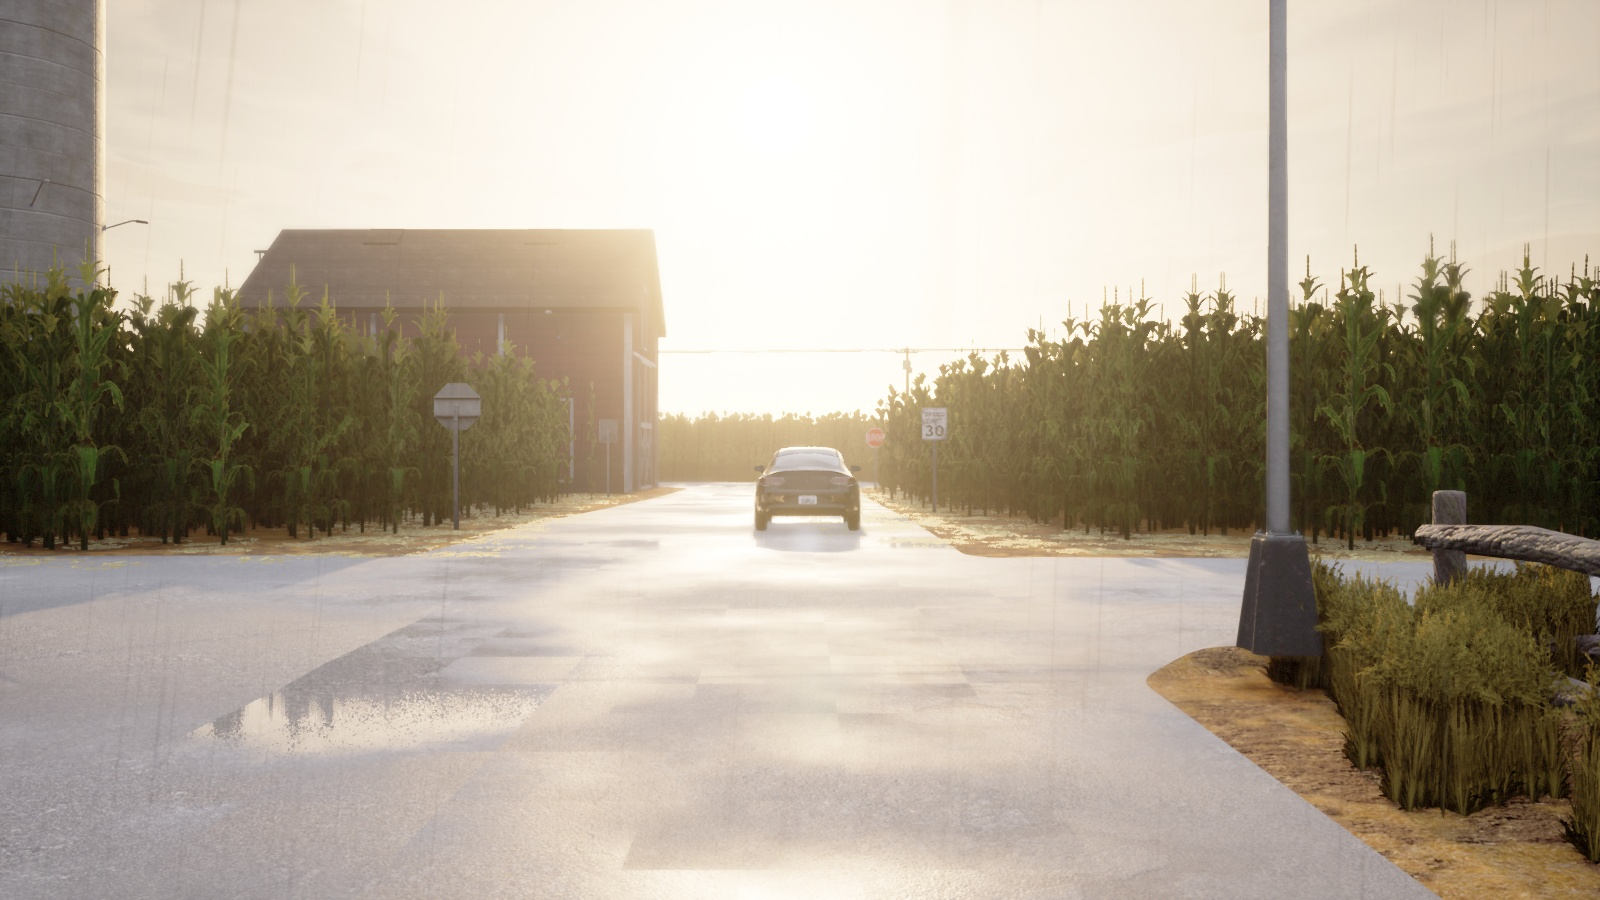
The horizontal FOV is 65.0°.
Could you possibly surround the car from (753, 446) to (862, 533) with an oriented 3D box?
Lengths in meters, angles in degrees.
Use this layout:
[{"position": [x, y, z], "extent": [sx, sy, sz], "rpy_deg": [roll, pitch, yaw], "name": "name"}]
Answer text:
[{"position": [0.138, 0.675, 23.157], "extent": [1.812, 1.442, 4.674], "rpy_deg": [0, 0, 0], "name": "car"}]
